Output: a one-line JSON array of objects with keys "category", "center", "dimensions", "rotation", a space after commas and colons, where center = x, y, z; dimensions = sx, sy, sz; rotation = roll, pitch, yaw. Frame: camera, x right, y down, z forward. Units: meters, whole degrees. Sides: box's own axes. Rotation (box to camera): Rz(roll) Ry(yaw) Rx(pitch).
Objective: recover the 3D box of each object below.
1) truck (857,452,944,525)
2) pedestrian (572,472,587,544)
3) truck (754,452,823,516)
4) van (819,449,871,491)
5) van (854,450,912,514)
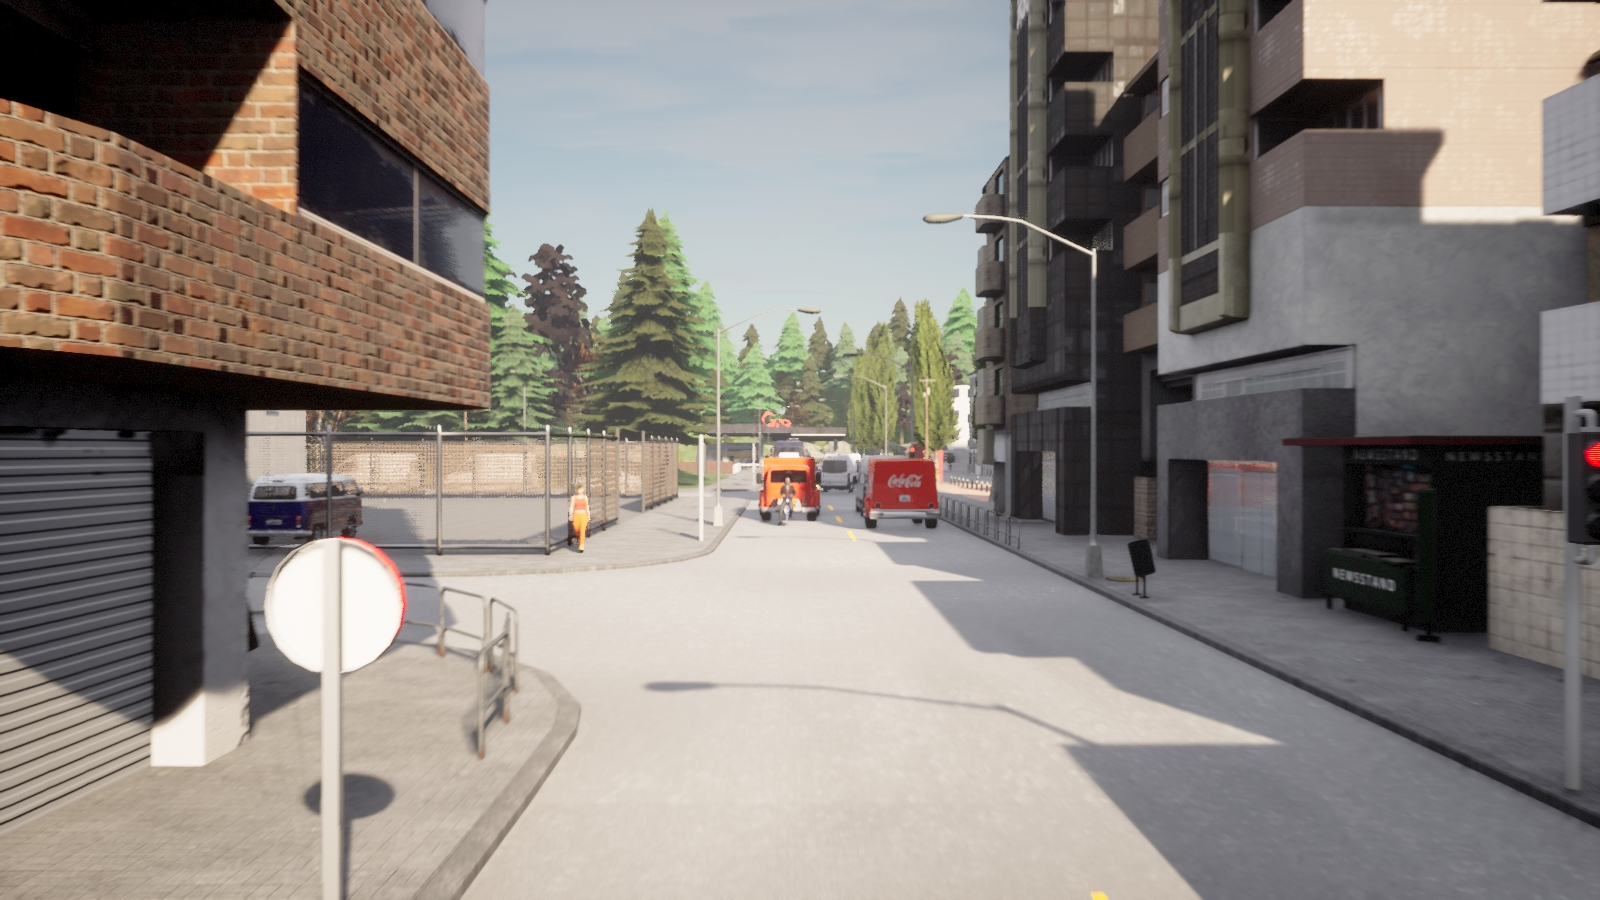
[{"category": "truck", "center": [3.559, 1.319, 41.556], "dimensions": [2.627, 2.467, 5.204], "rotation": [0, 0, -1]}, {"category": "pedestrian", "center": [-5.757, 1.502, 29.822], "dimensions": [0.375, 1.860, 0.375], "rotation": [0, 0, -13]}, {"category": "truck", "center": [-0.433, 1.314, 46.457], "dimensions": [2.627, 2.467, 5.204], "rotation": [0, 0, 0]}, {"category": "van", "center": [3.012, 1.261, 74.964], "dimensions": [1.988, 2.561, 5.915], "rotation": [1, 0, 17]}, {"category": "van", "center": [3.479, 1.279, 48.874], "dimensions": [1.988, 2.561, 5.915], "rotation": [0, 0, 0]}]
